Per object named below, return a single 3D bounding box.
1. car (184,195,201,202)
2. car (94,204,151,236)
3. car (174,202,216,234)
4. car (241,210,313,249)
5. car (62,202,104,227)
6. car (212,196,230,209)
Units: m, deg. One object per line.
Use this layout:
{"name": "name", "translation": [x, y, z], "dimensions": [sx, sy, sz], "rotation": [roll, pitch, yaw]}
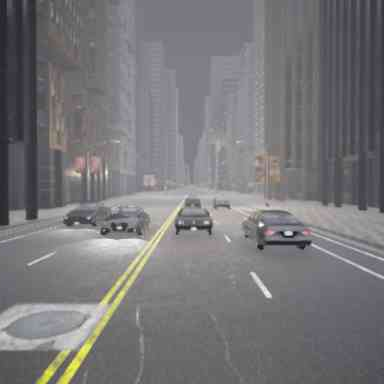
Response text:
{"name": "car", "translation": [0.089, 1.154, 39.809], "dimensions": [1.837, 1.490, 4.892], "rotation": [0, 1, 0]}
{"name": "car", "translation": [-3.326, 1.429, 17.220], "dimensions": [1.994, 1.385, 4.181], "rotation": [0, 0, 0]}
{"name": "car", "translation": [0.086, 1.459, 18.040], "dimensions": [1.895, 1.301, 4.718], "rotation": [0, 1, 0]}
{"name": "car", "translation": [3.312, 1.441, 13.905], "dimensions": [2.033, 1.411, 5.357], "rotation": [0, 1, 0]}
{"name": "car", "translation": [-6.549, 1.373, 21.614], "dimensions": [2.033, 1.411, 5.357], "rotation": [0, 0, 1]}
{"name": "car", "translation": [3.343, 1.207, 38.639], "dimensions": [2.033, 1.411, 5.357], "rotation": [0, 1, 0]}
